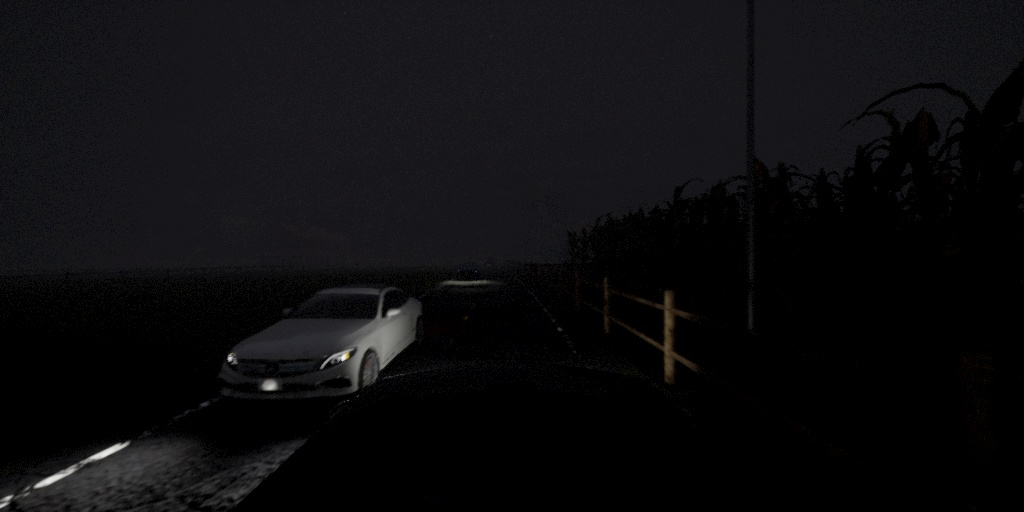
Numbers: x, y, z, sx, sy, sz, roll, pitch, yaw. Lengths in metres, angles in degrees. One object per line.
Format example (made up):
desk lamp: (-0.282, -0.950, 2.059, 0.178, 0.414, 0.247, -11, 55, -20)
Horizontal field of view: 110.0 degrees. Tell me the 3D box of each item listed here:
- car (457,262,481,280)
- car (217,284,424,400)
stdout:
car: (-3.734, 1.235, 31.457, 1.882, 1.535, 5.008, 0, 0, -3)
car: (-2.905, 1.279, 6.610, 1.812, 1.442, 4.674, 0, 0, 0)
